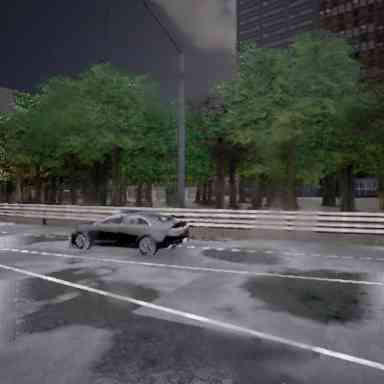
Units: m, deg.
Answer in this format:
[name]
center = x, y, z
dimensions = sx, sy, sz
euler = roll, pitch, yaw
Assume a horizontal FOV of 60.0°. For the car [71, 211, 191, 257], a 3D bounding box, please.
[car]
center = -2.458, 1.512, 12.907
dimensions = 4.902, 1.511, 2.128
euler = 0, 0, 24
